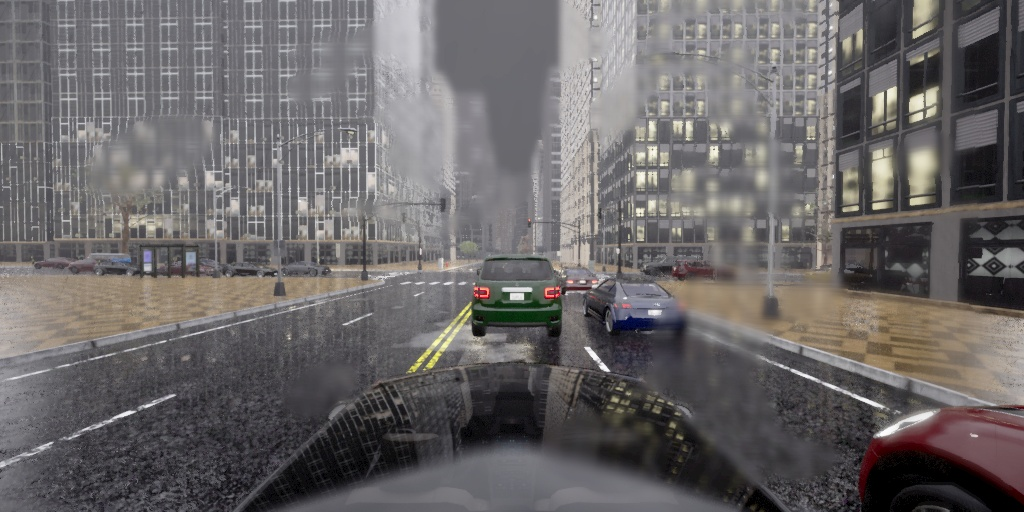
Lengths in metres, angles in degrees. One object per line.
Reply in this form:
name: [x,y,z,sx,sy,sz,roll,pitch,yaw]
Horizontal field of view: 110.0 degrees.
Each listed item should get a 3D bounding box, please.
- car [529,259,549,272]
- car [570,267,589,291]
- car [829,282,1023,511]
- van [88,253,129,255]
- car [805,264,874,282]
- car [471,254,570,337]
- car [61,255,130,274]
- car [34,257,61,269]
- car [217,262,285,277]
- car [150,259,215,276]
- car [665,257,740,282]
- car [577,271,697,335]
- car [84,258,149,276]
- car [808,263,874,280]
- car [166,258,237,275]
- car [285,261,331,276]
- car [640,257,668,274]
car: [3.414,1.222,46.020,1.837,1.490,4.892,-2,0,-3]
car: [3.388,1.287,19.740,2.033,1.411,5.357,0,0,0]
car: [3.344,1.103,0.454,2.097,1.767,4.553,0,0,0]
van: [-45.211,0.603,40.149,3.998,1.789,1.690,0,0,1]
car: [27.698,1.577,30.313,4.829,1.417,1.751,0,0,1]
car: [0.117,0.967,10.405,2.150,2.045,5.566,0,0,0]
car: [-39.442,0.936,34.224,4.674,1.442,1.812,1,1,2]
car: [-50.893,0.791,40.275,4.207,1.307,1.802,0,0,1]
car: [-22.673,1.172,31.137,4.313,1.339,1.948,0,0,1]
car: [-28.357,1.137,31.282,4.207,1.307,1.802,0,0,1]
car: [16.251,1.268,30.533,5.009,1.841,2.192,0,0,1]
car: [3.374,1.309,10.498,1.994,1.385,4.181,0,0,-1]
car: [-34.037,1.068,31.466,4.313,1.339,1.948,0,0,1]
car: [32.925,1.511,35.985,4.892,1.490,1.837,1,1,1]
car: [-29.370,0.993,33.993,4.902,1.511,2.128,1,1,1]
car: [-19.401,1.156,33.771,4.181,1.385,1.994,1,1,1]
car: [15.987,1.077,36.319,5.566,2.045,2.150,0,1,1]
